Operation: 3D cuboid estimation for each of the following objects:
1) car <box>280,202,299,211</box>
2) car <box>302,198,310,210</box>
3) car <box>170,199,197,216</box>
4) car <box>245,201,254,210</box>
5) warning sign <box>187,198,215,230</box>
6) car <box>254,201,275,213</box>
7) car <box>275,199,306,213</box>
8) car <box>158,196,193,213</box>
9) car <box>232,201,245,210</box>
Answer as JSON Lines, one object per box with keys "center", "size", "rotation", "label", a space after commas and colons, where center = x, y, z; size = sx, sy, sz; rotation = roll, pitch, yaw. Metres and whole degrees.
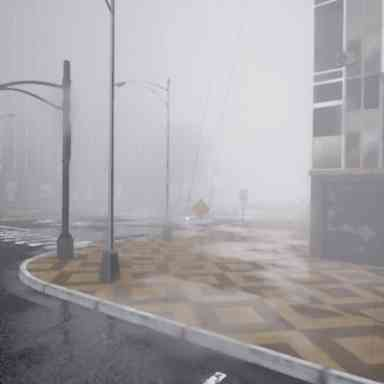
{"center": [16.547, 2.362, 56.575], "size": [1.994, 1.385, 4.181], "rotation": [1, 0, 33], "label": "car"}
{"center": [19.302, 2.062, 54.843], "size": [2.150, 2.045, 5.566], "rotation": [1, 0, 33], "label": "car"}
{"center": [-0.033, 1.842, 37.005], "size": [1.812, 1.442, 4.674], "rotation": [1, 0, 33], "label": "car"}
{"center": [11.110, 2.225, 54.129], "size": [2.033, 1.411, 5.357], "rotation": [1, 0, 33], "label": "car"}
{"center": [0.547, 1.319, 20.381], "size": [1.300, 1.860, 1.060], "rotation": [2, 1, 33], "label": "warning sign"}
{"center": [11.101, 2.226, 48.017], "size": [1.895, 1.301, 4.718], "rotation": [1, -1, 33], "label": "car"}
{"center": [13.769, 2.157, 46.161], "size": [2.128, 1.511, 4.902], "rotation": [1, -1, 33], "label": "car"}
{"center": [-1.787, 1.525, 40.256], "size": [2.150, 2.045, 5.566], "rotation": [1, 0, 33], "label": "car"}
{"center": [8.377, 2.195, 55.887], "size": [1.812, 1.442, 4.674], "rotation": [1, -1, 33], "label": "car"}
